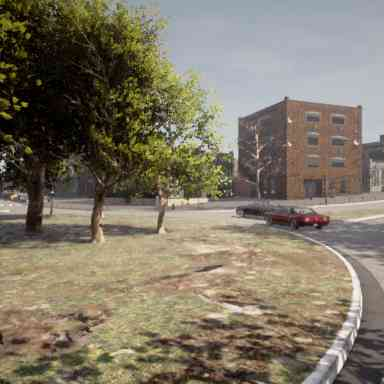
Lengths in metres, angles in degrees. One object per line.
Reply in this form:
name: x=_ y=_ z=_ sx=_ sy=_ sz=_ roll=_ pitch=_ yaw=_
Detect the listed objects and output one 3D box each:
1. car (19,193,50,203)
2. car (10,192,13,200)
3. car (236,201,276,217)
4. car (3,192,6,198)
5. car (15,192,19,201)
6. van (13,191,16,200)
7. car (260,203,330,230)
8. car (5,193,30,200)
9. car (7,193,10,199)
car: x=-29.257 y=1.356 z=62.526 sx=4.792 sy=1.488 sz=2.163 roll=0 pitch=0 yaw=-35
car: x=-37.163 y=1.065 z=73.810 sx=4.553 sy=1.767 sz=2.185 roll=0 pitch=1 yaw=-35
car: x=5.855 y=1.485 z=28.424 sx=2.128 sy=1.511 sz=4.902 roll=0 pitch=0 yaw=-35
car: x=-41.977 y=0.828 z=80.613 sx=5.566 sy=2.045 sz=2.435 roll=0 pitch=1 yaw=-35
car: x=-32.345 y=1.160 z=66.998 sx=4.553 sy=1.767 sz=2.185 roll=0 pitch=1 yaw=-35
van: x=-34.144 y=1.032 z=69.286 sx=4.442 sy=1.987 sz=1.878 roll=0 pitch=1 yaw=-35
car: x=6.464 y=1.601 z=21.194 sx=1.895 sy=1.301 sz=4.718 roll=0 pitch=0 yaw=-16
car: x=-43.456 y=1.039 z=82.976 sx=5.366 sy=1.575 sz=1.946 roll=0 pitch=1 yaw=-35
car: x=-38.870 y=1.151 z=76.161 sx=5.008 sy=1.535 sz=2.097 roll=0 pitch=1 yaw=-35
